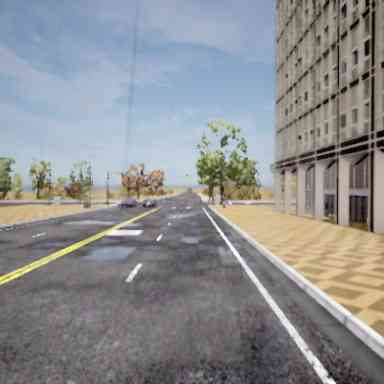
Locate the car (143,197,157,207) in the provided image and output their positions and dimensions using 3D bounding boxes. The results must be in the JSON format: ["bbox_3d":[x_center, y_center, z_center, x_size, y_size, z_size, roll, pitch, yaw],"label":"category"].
[{"bbox_3d":[-6.489,1.599,51.846,2.128,1.511,4.902,0,0,0],"label":"car"}]

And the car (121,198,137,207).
[{"bbox_3d":[-9.739,1.662,51.847,2.033,1.411,5.357,0,0,0],"label":"car"}]
